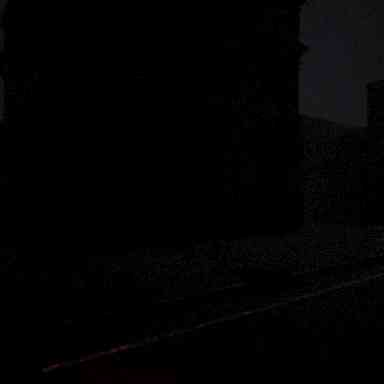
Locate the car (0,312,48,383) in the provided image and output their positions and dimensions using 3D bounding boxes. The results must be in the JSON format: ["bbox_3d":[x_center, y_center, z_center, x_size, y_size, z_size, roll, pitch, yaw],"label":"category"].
[{"bbox_3d":[-3.286,1.464,1.338,5.008,1.535,1.882,1,0,-36],"label":"car"}]
